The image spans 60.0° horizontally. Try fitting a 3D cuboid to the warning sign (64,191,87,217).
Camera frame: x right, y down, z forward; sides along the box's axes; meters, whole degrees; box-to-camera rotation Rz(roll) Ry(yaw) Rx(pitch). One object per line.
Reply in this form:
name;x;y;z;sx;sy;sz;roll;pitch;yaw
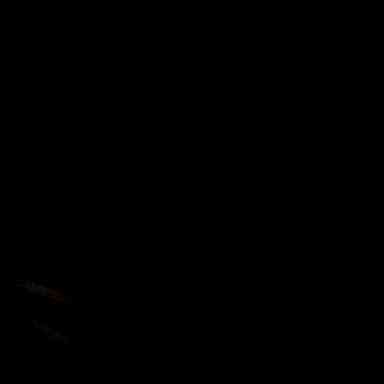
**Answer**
warning sign;-8.935;0.885;25.549;1.300;1.860;1.060;2;1;35
